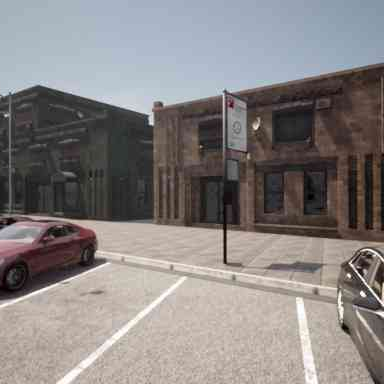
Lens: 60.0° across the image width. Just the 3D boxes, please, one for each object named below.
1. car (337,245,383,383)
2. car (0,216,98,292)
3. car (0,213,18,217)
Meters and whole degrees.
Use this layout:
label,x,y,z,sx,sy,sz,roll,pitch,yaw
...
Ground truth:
label,x,y,z,sx,sy,sz,roll,pitch,yaw
car,2.984,1.487,3.967,2.231,1.521,4.892,1,-1,15
car,-4.356,1.527,9.176,2.002,1.452,4.674,1,-1,15
car,-6.809,1.517,10.888,2.163,1.488,4.792,1,-1,16
